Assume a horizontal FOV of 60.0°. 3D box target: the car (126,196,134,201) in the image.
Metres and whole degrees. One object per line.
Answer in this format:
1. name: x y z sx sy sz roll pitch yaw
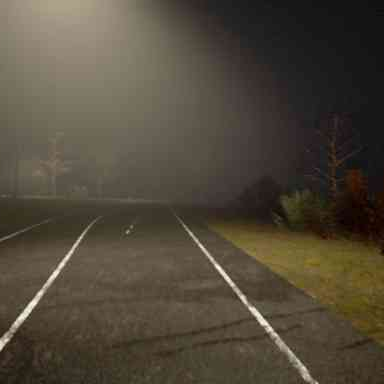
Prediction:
1. car: -16.006 1.665 86.605 2.033 1.411 5.357 1 0 -6
